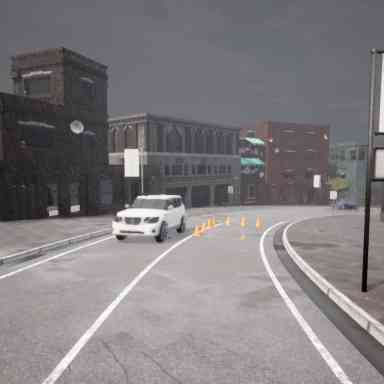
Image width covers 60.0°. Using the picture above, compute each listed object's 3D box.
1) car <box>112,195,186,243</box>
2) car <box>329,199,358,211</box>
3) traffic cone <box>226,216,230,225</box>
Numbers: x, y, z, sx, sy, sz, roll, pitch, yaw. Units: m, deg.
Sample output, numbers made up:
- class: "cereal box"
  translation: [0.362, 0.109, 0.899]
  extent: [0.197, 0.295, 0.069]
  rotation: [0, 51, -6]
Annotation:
- class: "car"
  translation: [-1.857, 1.166, 16.441]
  extent: [2.150, 2.045, 5.566]
  rotation: [1, 0, 14]
- class: "car"
  translation: [22.656, 1.824, 49.716]
  extent: [4.553, 1.767, 2.097]
  rotation: [2, 3, -30]
- class: "traffic cone"
  translation: [2.483, 1.956, 22.684]
  extent: [0.340, 0.580, 0.340]
  rotation: [2, 0, 12]
